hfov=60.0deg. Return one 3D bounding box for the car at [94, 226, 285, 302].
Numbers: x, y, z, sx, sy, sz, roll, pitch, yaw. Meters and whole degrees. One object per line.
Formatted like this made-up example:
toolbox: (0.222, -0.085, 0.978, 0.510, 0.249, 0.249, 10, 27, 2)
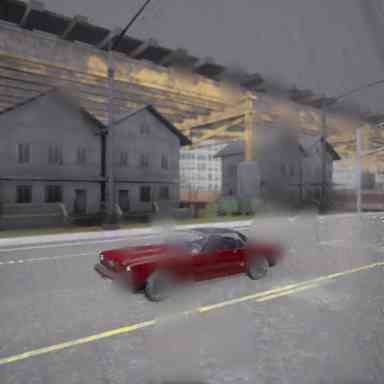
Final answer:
car: (0.087, 1.590, 8.344, 4.718, 1.301, 1.895, 0, 0, -35)
